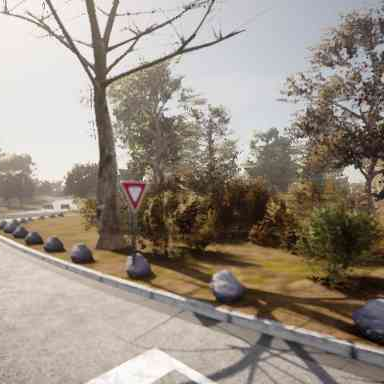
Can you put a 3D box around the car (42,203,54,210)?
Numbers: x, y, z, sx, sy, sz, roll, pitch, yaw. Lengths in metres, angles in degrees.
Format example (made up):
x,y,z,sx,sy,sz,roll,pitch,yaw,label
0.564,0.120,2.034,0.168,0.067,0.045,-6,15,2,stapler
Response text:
x,y,z,sx,sy,sz,roll,pitch,yaw,label
-30.049,2.969,69.659,1.994,1.385,4.181,0,-1,-17,car

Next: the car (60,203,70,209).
x,y,z,sx,sy,sz,roll,pitch,yaw,label
-26.974,2.989,70.707,1.895,1.301,4.718,0,-1,-17,car
